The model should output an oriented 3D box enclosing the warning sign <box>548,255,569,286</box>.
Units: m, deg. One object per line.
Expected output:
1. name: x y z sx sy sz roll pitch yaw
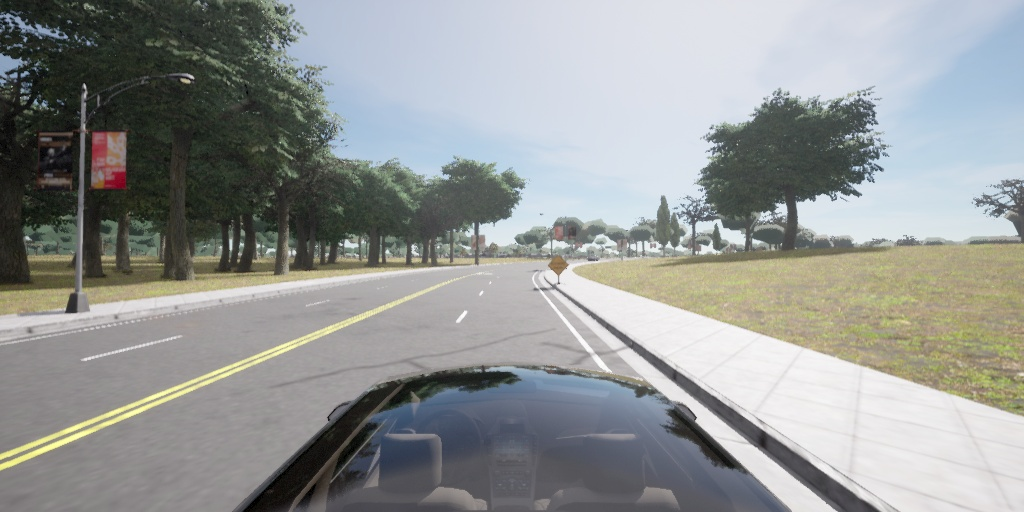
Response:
1. warning sign: 2.850 0.854 21.887 1.300 1.860 1.060 0 0 0
